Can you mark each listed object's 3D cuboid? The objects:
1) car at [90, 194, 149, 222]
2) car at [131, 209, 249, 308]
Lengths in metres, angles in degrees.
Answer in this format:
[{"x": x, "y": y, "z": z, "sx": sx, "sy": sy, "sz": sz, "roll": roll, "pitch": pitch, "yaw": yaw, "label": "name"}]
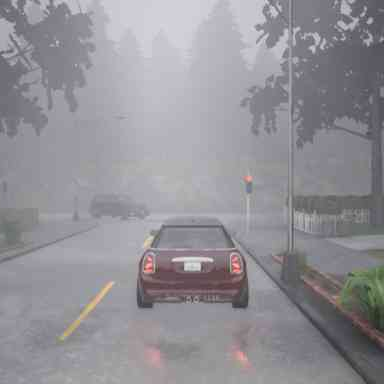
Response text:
[{"x": -5.905, "y": 1.216, "z": 26.933, "sx": 5.566, "sy": 2.045, "sz": 2.150, "roll": 0, "pitch": -2, "yaw": 37, "label": "car"}, {"x": 0.022, "y": 1.350, "z": 8.057, "sx": 2.097, "sy": 1.767, "sz": 4.553, "roll": 0, "pitch": 0, "yaw": 0, "label": "car"}]
